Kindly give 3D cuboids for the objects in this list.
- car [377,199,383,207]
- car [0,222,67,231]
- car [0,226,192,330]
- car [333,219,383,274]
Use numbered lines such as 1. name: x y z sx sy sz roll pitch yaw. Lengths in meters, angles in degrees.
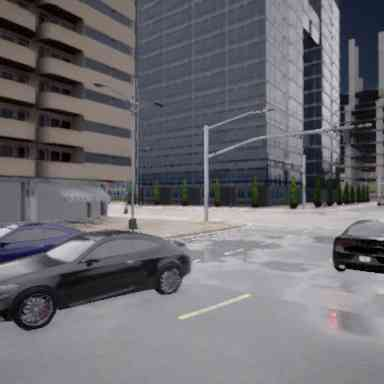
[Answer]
1. car: 35.775 2.012 62.057 1.837 1.490 4.892 0 -1 37
2. car: -4.861 1.611 9.390 4.674 1.442 1.812 0 0 -41
3. car: -2.039 1.591 7.237 4.674 1.442 1.812 0 -1 -42
4. car: 5.943 1.565 10.353 1.882 1.535 5.008 0 -1 39
